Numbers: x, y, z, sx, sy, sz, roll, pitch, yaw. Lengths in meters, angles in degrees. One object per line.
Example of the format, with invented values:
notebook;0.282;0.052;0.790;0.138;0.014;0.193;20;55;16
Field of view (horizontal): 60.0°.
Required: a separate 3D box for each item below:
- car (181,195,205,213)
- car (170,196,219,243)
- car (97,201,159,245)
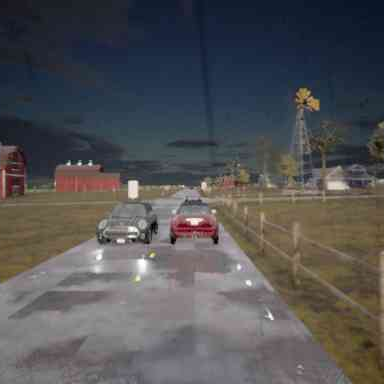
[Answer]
car;0.106;1.113;32.685;2.128;1.511;4.902;0;1;0
car;0.103;1.256;15.817;2.097;1.767;4.553;0;1;0
car;-2.748;1.261;15.096;2.097;1.767;4.553;0;1;0
